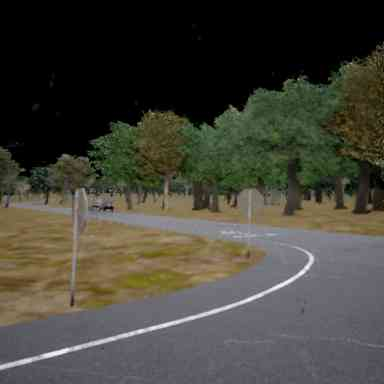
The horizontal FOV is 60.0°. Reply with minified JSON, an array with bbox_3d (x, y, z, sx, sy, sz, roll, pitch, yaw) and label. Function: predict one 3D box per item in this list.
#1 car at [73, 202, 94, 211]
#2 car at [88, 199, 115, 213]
[{"bbox_3d":[-18.988,2.484,57.872,2.128,1.511,4.902,3,-3,-34],"label":"car"},{"bbox_3d":[-13.379,2.046,49.727,2.150,2.045,5.566,3,-2,-34],"label":"car"}]
